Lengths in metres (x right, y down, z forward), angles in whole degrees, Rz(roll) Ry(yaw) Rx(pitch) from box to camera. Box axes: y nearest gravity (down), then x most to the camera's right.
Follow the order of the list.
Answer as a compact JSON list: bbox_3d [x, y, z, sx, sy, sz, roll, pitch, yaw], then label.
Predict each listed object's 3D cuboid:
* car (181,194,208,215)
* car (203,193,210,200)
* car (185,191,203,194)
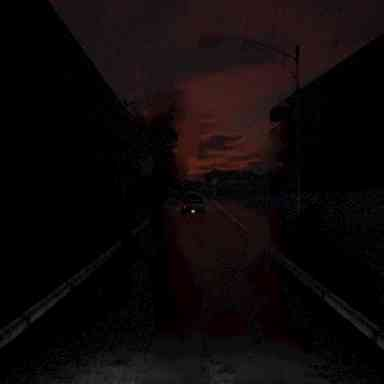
[{"bbox_3d":[0.090,1.098,27.418,1.895,1.301,4.718,0,2,0],"label":"car"},{"bbox_3d":[1.944,1.376,95.520,2.435,2.045,5.566,1,-2,-30],"label":"car"},{"bbox_3d":[0.103,0.557,42.851,1.812,1.442,4.674,0,1,0],"label":"car"}]
